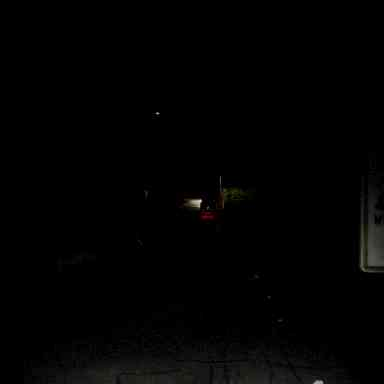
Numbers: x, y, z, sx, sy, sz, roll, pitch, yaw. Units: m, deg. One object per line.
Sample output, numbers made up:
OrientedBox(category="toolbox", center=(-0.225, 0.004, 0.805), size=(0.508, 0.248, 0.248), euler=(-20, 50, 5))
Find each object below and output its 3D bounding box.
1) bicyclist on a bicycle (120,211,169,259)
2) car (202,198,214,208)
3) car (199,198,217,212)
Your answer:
OrientedBox(category="bicyclist on a bicycle", center=(-1.610, 1.453, 11.133), size=(1.656, 1.620, 0.582), euler=(-2, 0, 3))
OrientedBox(category="car", center=(2.375, 1.605, 49.931), size=(1.812, 1.442, 4.674), euler=(0, 0, 3))
OrientedBox(category="car", center=(1.907, 1.549, 39.935), size=(1.837, 1.490, 4.892), euler=(0, 0, 3))
